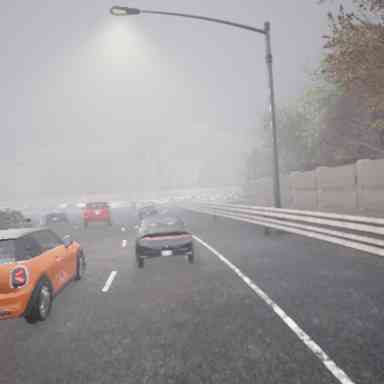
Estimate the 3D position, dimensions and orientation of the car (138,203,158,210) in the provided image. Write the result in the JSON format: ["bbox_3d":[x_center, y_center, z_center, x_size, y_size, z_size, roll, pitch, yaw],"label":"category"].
[{"bbox_3d":[-4.617,1.880,34.774,2.128,1.511,4.902,-4,0,-8],"label":"car"}]

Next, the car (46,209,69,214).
[{"bbox_3d":[-13.348,2.387,33.002,1.882,1.535,5.008,-3,0,-20],"label":"car"}]

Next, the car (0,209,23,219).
[{"bbox_3d":[-8.343,1.767,14.176,2.150,2.045,5.566,-3,0,-9],"label":"car"}]

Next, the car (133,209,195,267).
[{"bbox_3d":[-1.060,1.593,12.090,2.128,1.511,4.902,-3,0,-7],"label":"car"}]

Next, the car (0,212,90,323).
[{"bbox_3d":[-3.994,1.616,7.767,2.097,1.767,4.553,-3,0,-6],"label":"car"}]

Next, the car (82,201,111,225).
[{"bbox_3d":[-8.285,1.812,28.933,2.150,2.045,5.566,-3,0,-17],"label":"car"}]
